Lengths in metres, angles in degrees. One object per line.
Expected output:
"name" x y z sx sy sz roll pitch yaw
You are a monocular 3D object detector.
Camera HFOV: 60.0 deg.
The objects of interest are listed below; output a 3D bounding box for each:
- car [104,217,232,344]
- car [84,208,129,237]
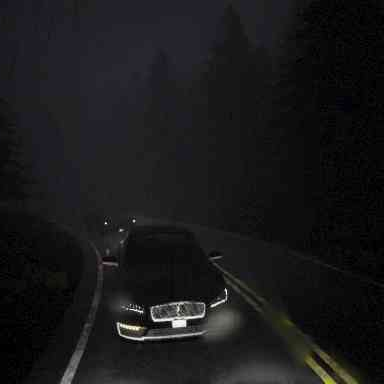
"car" -0.643 1.494 6.793 1.837 1.490 4.892 -1 0 -11
"car" -4.627 1.610 18.535 1.895 1.301 4.718 -3 1 -29
